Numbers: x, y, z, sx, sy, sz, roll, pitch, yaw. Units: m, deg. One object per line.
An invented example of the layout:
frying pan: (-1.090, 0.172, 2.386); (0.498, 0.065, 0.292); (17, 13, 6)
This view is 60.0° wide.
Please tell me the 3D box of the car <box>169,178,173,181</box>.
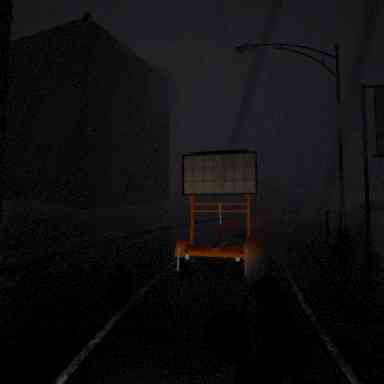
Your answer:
car: (-5.945, -2.458, 63.455); (4.553, 1.767, 2.185); (1, -5, -23)

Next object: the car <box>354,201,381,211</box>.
car: (27.305, 2.106, 51.862); (4.902, 1.511, 2.128); (0, -4, -30)

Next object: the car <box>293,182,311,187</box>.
car: (24.317, -1.479, 76.762); (4.553, 1.767, 2.185); (2, -5, -26)

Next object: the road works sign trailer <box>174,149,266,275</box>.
road works sign trailer: (0.921, 0.487, 10.660); (2.380, 3.560, 2.880); (-1, 0, 17)

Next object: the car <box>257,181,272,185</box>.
car: (14.331, -1.700, 71.983); (4.674, 1.452, 2.002); (2, -5, -24)

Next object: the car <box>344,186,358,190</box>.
car: (38.942, -0.704, 84.720); (4.892, 1.521, 2.231); (3, -5, -30)

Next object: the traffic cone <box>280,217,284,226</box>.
traffic cone: (6.120, 2.032, 22.700); (0.340, 0.580, 0.340); (-2, -1, 17)

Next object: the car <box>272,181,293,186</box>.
car: (19.361, -1.551, 74.321); (5.008, 1.535, 2.097); (2, -5, -25)

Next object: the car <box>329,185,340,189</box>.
car: (34.241, -0.886, 82.026); (4.674, 1.452, 2.002); (3, -5, -29)

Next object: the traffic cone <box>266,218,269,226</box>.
traffic cone: (5.168, 2.063, 22.988); (0.340, 0.580, 0.340); (-2, -1, 16)

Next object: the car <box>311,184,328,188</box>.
car: (29.396, -1.110, 79.390); (4.792, 1.488, 2.163); (2, -5, -27)
